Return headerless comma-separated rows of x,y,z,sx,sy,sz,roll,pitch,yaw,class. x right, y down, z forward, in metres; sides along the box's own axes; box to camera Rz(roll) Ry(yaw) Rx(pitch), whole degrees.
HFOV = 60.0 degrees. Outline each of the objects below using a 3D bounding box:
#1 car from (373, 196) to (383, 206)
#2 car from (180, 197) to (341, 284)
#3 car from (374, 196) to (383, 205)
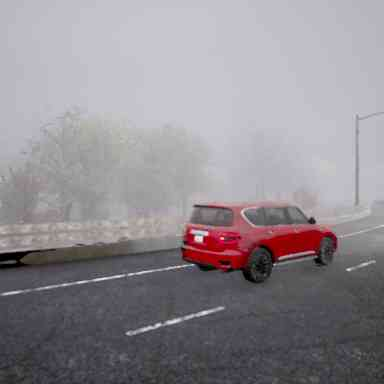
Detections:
36.673,1.932,64.364,1.882,1.535,5.008,0,0,13,car
2.217,1.292,10.101,5.566,2.045,2.150,1,0,-40,car
46.759,1.980,80.987,2.150,2.045,5.566,0,0,5,car
